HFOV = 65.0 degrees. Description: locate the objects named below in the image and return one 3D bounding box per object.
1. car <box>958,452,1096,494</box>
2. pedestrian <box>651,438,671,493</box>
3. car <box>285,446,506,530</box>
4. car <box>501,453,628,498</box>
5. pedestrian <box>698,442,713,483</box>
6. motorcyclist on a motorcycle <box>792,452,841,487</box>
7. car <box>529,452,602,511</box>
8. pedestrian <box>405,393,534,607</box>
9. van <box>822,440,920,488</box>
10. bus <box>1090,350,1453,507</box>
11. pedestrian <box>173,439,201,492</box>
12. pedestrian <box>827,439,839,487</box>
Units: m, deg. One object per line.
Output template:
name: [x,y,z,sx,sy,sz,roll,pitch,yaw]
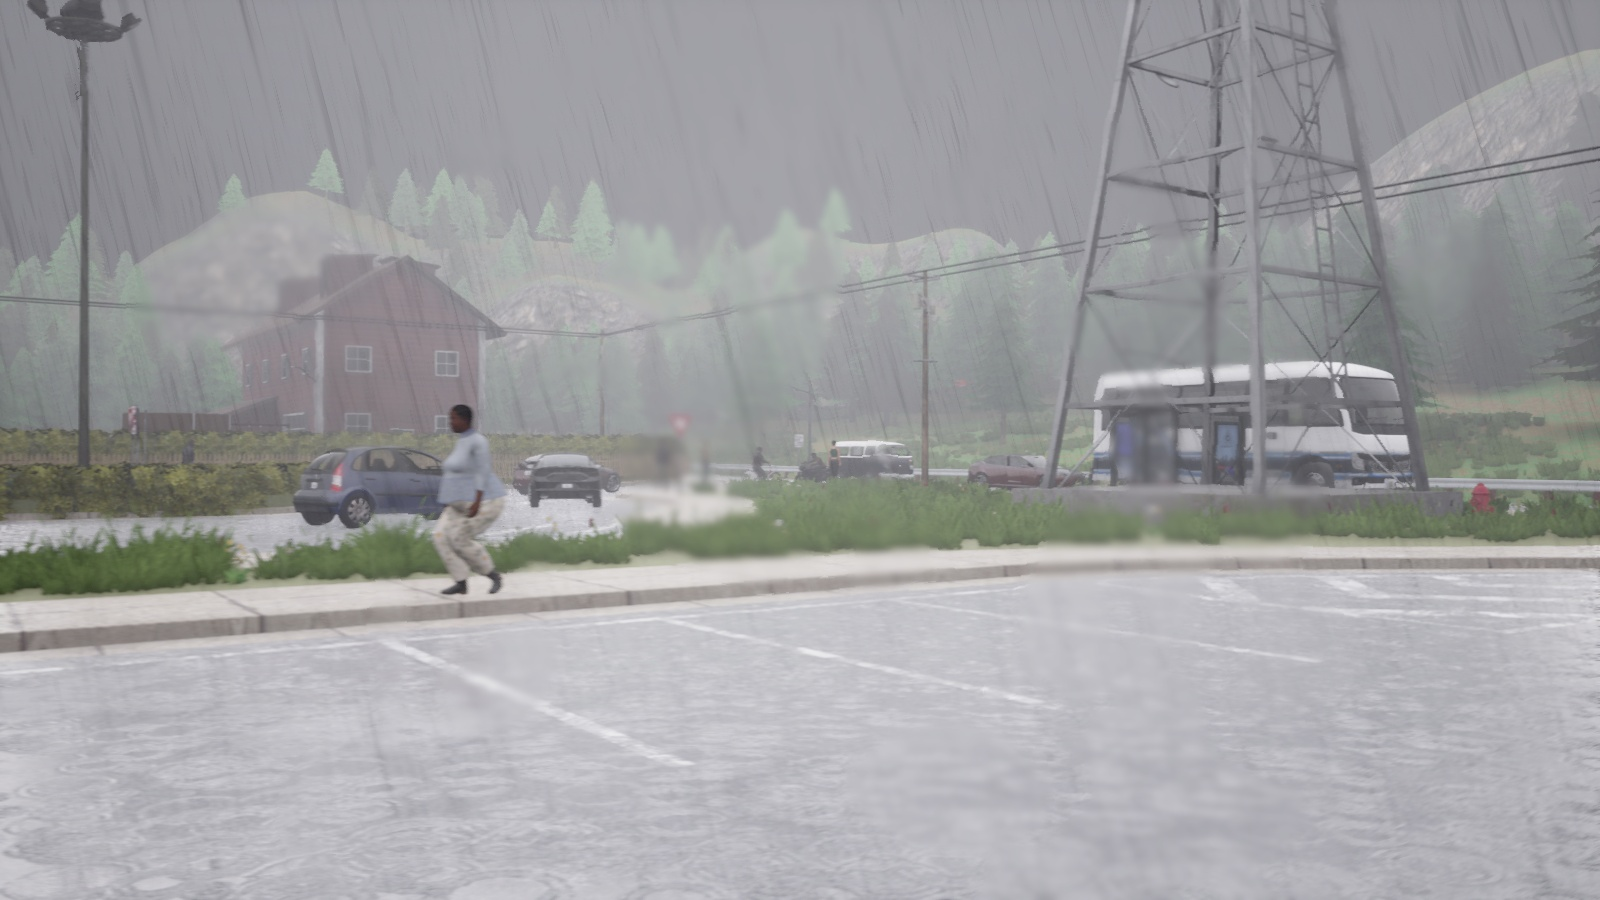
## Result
car: [8.561,0.843,47.725,2.163,1.488,4.792,0,0,-44]
pedestrian: [-4.741,0.515,42.736,0.431,1.840,0.703,0,0,17]
car: [-8.312,0.725,26.050,1.851,1.617,3.988,0,0,41]
car: [-8.392,0.873,45.205,2.163,1.488,4.792,0,0,24]
pedestrian: [-4.284,0.549,56.954,0.345,1.836,0.594,0,0,40]
motorcyclist on a motorcycle: [0.712,0.862,55.542,2.044,1.523,0.797,0,0,-12]
car: [-6.662,0.823,35.372,1.882,1.535,5.008,0,0,-12]
pedestrian: [-3.029,0.435,11.500,0.900,1.855,0.874,0,0,-35]
van: [3.108,0.599,55.983,2.069,2.038,4.480,0,0,-34]
bus: [14.292,-0.566,39.292,3.944,4.253,10.273,0,0,-34]
pedestrian: [-22.105,0.558,45.311,0.849,1.883,0.563,0,0,-33]
pedestrian: [1.280,0.516,48.391,0.345,1.836,0.594,0,0,11]
